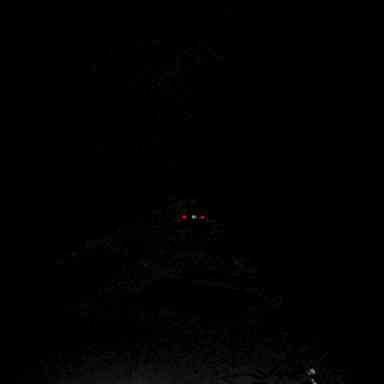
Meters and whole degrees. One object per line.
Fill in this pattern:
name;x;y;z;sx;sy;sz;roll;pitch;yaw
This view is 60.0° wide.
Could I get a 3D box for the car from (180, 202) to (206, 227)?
car;0.101;1.734;24.569;2.033;1.411;5.357;0;0;0
